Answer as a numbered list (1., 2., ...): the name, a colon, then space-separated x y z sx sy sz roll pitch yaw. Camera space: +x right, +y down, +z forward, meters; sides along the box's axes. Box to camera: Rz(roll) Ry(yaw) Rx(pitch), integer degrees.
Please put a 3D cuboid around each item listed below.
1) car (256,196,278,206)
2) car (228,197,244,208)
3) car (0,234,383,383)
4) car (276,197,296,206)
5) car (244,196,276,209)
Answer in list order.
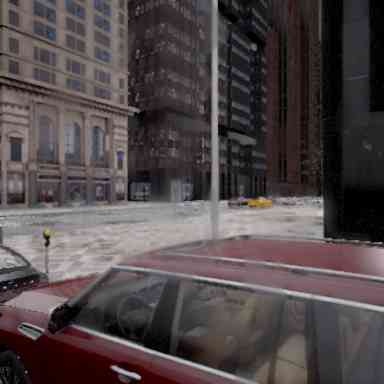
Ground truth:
1. car: 12.968 1.435 56.923 1.882 1.535 5.008 0 0 36
2. car: 6.988 1.479 48.478 2.128 1.511 4.902 0 0 36
3. car: 0.220 1.321 2.803 5.009 1.841 2.192 0 0 36
4. car: 15.631 1.556 55.058 1.895 1.301 4.718 0 0 36
5. car: 9.590 1.463 46.529 1.882 1.535 5.008 0 0 36
